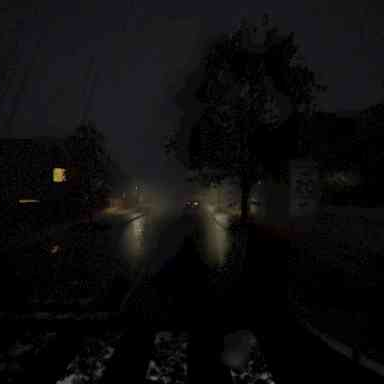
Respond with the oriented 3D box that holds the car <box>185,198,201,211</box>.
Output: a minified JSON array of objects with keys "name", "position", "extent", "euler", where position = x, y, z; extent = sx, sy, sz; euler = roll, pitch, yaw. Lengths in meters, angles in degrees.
[{"name":"car","position":[0.123,1.553,42.179],"extent":[2.128,1.511,4.902],"euler":[0,0,0]}]

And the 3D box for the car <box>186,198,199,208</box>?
[{"name":"car","position":[0.056,1.704,52.607],"extent":[1.895,1.301,4.718],"euler":[0,0,0]}]
